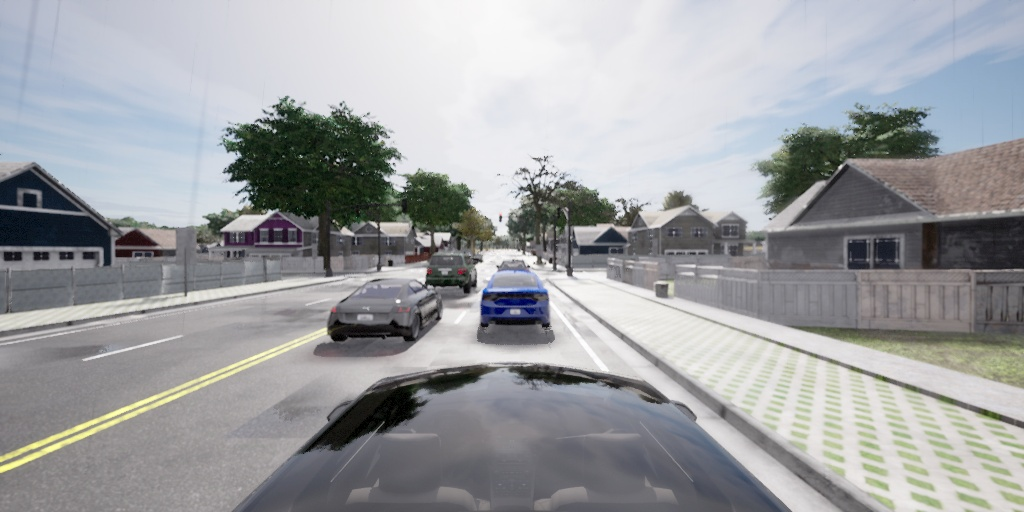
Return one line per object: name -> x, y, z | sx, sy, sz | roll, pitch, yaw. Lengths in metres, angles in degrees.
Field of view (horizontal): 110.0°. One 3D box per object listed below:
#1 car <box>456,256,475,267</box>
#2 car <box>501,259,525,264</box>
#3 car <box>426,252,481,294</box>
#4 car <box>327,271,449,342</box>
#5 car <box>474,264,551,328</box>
car -> -6.651, 0.808, 51.631 | 2.033, 1.411, 5.357 | 0, 1, 0
car -> 0.076, 0.972, 22.095 | 2.097, 1.767, 4.553 | 0, 1, 0
car -> -3.172, 0.866, 19.605 | 2.150, 2.045, 5.566 | 0, 1, 0
car -> -3.160, 1.282, 9.725 | 1.994, 1.385, 4.181 | 0, 0, 0
car -> 0.087, 1.187, 11.227 | 1.882, 1.535, 5.008 | 0, 1, 0
